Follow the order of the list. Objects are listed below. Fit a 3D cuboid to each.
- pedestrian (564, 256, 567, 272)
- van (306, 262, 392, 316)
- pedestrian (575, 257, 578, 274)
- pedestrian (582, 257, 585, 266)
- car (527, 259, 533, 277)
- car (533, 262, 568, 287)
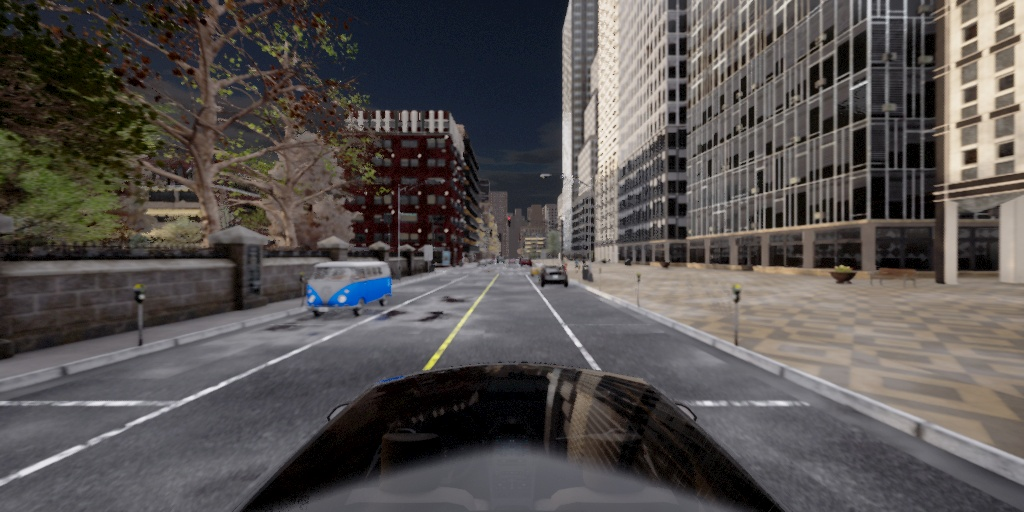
[{"bbox_3d":[6.137,0.904,41.340,0.375,1.860,0.375,0,0,0],"label":"pedestrian"},{"bbox_3d":[-5.690,1.090,12.929,1.690,1.789,3.998,0,0,0],"label":"van"},{"bbox_3d":[7.138,1.045,40.140,0.375,1.860,0.375,0,0,0],"label":"pedestrian"},{"bbox_3d":[8.138,1.025,40.740,0.375,1.860,0.375,0,0,0],"label":"pedestrian"},{"bbox_3d":[2.691,1.283,35.629,1.751,1.417,4.829,0,0,0],"label":"car"},{"bbox_3d":[2.690,1.317,24.194,1.948,1.339,4.313,0,0,0],"label":"car"}]
